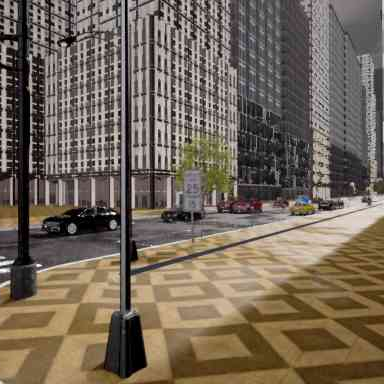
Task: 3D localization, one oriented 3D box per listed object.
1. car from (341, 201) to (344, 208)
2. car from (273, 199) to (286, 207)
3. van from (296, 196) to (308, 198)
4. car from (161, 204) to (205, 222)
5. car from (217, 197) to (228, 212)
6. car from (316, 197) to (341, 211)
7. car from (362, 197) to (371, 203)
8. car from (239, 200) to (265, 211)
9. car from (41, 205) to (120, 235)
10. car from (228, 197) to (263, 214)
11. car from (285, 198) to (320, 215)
[{"bbox_3d":[21.509,1.753,49.564,2.008,1.369,4.403,0,0,35],"label":"car"},{"bbox_3d":[14.604,1.816,54.312,1.802,1.307,4.206,0,0,35],"label":"car"},{"bbox_3d":[21.061,1.606,63.705,1.690,1.788,3.998,0,0,35],"label":"van"},{"bbox_3d":[-0.674,1.679,27.511,1.994,1.385,4.181,0,0,35],"label":"car"},{"bbox_3d":[4.918,1.494,40.233,2.192,1.841,5.009,-1,-1,35],"label":"car"},{"bbox_3d":[18.281,1.751,44.870,1.947,1.339,4.313,0,0,35],"label":"car"},{"bbox_3d":[40.880,1.850,77.730,1.947,1.339,4.313,0,0,35],"label":"car"},{"bbox_3d":[8.147,1.764,44.924,1.947,1.339,4.313,0,0,35],"label":"car"},{"bbox_3d":[-6.273,1.577,19.387,1.837,1.490,4.892,0,0,35],"label":"car"},{"bbox_3d":[6.295,1.519,37.645,2.097,1.767,4.553,0,-1,33],"label":"car"},{"bbox_3d":[11.920,1.673,35.622,1.752,1.417,4.829,0,0,35],"label":"car"}]
